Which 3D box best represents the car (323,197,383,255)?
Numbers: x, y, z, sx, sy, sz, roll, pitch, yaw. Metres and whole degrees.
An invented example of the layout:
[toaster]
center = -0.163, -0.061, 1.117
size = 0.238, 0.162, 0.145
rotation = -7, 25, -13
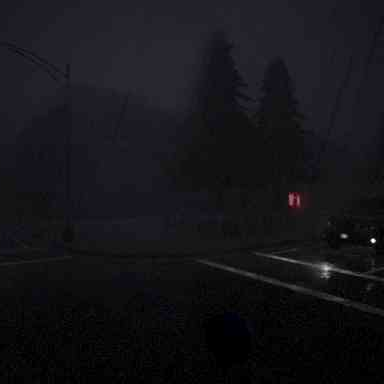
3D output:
[car]
center = 7.745, 1.248, 13.719
size = 5.566, 2.045, 2.150
rotation = 0, 0, -36
